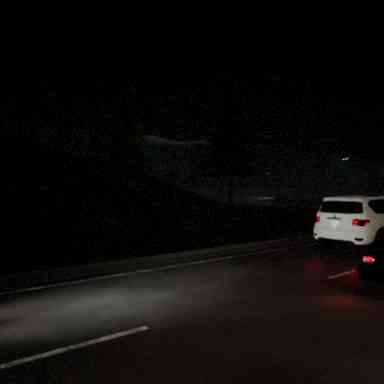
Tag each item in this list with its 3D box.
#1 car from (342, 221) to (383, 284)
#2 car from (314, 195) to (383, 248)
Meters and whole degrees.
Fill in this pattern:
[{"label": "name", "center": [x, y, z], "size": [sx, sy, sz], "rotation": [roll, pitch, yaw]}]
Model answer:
[{"label": "car", "center": [6.187, 1.494, 8.168], "size": [5.357, 1.411, 2.033], "rotation": [0, 0, -36]}, {"label": "car", "center": [7.157, 1.148, 13.154], "size": [5.566, 2.045, 2.150], "rotation": [-1, 0, -35]}]
